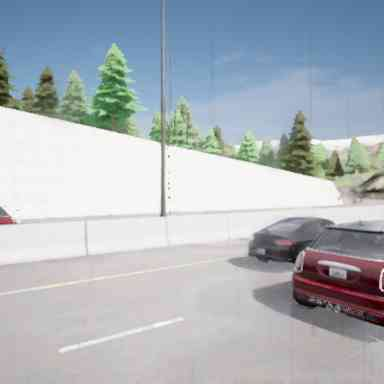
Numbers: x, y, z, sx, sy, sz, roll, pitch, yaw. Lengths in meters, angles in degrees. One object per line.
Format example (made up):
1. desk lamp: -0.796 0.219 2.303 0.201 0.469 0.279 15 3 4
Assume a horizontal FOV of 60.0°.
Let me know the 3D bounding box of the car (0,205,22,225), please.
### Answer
1. car: -9.927 1.346 14.108 4.553 1.767 2.097 0 0 -35

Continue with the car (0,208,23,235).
1. car: -11.560 1.593 17.243 4.718 1.301 1.895 0 0 -35

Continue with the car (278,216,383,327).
1. car: 4.117 1.342 6.673 4.553 1.767 2.097 0 0 -35

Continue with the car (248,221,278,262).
1. car: 3.836 1.512 10.767 4.674 1.442 1.812 0 0 -35
